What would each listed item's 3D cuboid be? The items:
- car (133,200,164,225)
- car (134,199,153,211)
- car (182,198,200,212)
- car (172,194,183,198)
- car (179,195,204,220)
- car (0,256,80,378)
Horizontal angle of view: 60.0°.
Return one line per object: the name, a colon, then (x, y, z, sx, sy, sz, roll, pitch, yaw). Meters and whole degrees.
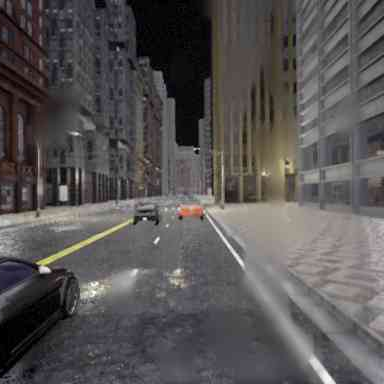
car: (-3.258, 1.619, 25.256, 1.837, 1.490, 4.892, 0, 0, 0)
car: (-6.708, 1.775, 46.196, 1.994, 1.385, 4.181, 0, 0, 0)
car: (-0.157, 1.601, 42.150, 2.128, 1.511, 4.902, 0, 0, 0)
car: (-3.695, 1.281, 94.651, 2.097, 1.767, 4.553, 0, 0, 0)
car: (-0.032, 1.448, 29.816, 2.097, 1.767, 4.553, 0, 0, 1)
car: (-3.160, 1.613, 4.820, 1.994, 1.385, 4.181, 0, 0, 0)
